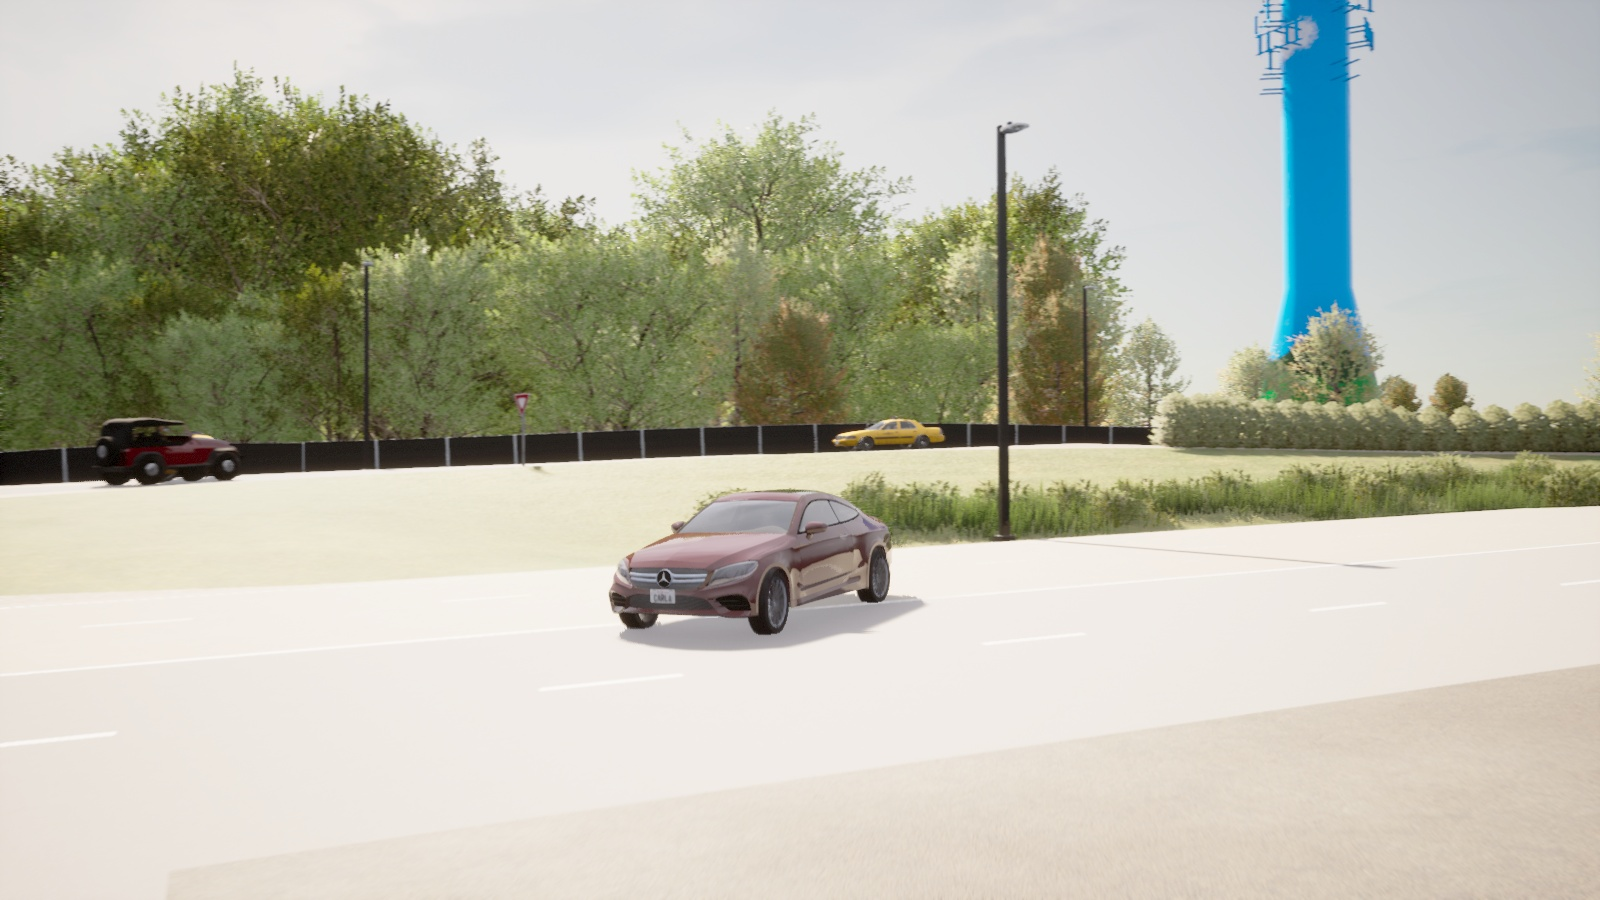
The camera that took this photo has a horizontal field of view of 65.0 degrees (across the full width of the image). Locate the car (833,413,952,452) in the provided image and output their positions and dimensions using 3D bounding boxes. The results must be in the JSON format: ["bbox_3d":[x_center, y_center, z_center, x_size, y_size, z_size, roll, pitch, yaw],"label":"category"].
[{"bbox_3d":[4.404,-0.827,59.624,5.366,1.575,1.801,-2,0,-22],"label":"car"}]

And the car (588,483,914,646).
[{"bbox_3d":[-0.359,1.213,14.860,1.812,1.442,4.674,-2,0,26],"label":"car"}]

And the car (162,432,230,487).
[{"bbox_3d":[-19.364,0.310,40.316,1.801,1.575,5.366,-2,1,-25],"label":"car"}]

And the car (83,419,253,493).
[{"bbox_3d":[-18.029,0.138,35.983,1.905,1.878,3.866,0,3,31],"label":"car"}]
